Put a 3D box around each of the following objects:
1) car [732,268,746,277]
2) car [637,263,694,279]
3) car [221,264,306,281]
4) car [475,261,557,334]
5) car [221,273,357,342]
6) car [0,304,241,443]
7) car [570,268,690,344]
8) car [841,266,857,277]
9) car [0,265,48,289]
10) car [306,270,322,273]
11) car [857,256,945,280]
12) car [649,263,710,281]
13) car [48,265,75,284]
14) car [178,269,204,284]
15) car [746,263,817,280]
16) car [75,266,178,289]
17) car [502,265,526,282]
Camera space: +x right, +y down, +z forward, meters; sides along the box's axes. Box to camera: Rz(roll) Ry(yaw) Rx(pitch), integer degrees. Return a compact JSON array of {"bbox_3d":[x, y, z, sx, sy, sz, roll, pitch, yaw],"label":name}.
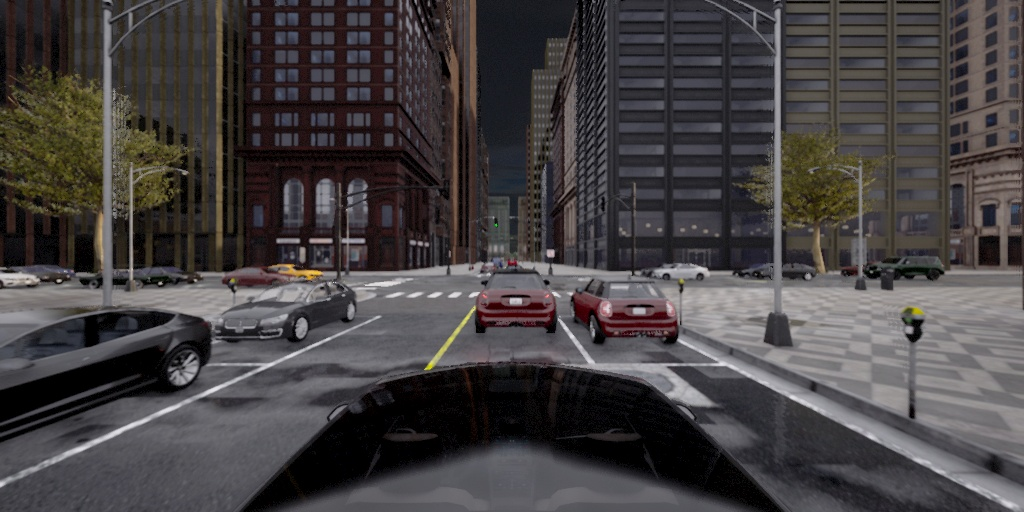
[{"bbox_3d":[24.340,1.390,34.580,5.357,1.411,2.033,0,0,0],"label":"car"},{"bbox_3d":[14.750,1.390,34.574,4.674,1.442,1.812,0,0,0],"label":"car"},{"bbox_3d":[-17.224,1.464,24.614,4.674,1.442,1.812,0,0,-2],"label":"car"},{"bbox_3d":[0.106,1.151,10.937,2.097,1.767,4.553,0,0,0],"label":"car"},{"bbox_3d":[-5.748,1.343,9.750,2.007,1.370,4.403,0,0,0],"label":"car"},{"bbox_3d":[-5.759,1.328,4.113,1.948,1.339,4.313,0,0,0],"label":"car"},{"bbox_3d":[2.777,1.233,9.735,1.967,1.591,4.097,0,0,0],"label":"car"},{"bbox_3d":[34.642,1.299,34.571,5.008,1.535,1.882,0,0,0],"label":"car"},{"bbox_3d":[-35.535,1.515,24.612,4.674,1.442,1.812,0,0,0],"label":"car"},{"bbox_3d":[-17.295,1.418,27.860,5.008,1.535,1.882,0,0,1],"label":"car"},{"bbox_3d":[34.162,1.042,31.324,5.566,2.045,2.150,0,0,0],"label":"car"},{"bbox_3d":[14.710,1.388,31.332,4.674,1.442,1.812,0,0,1],"label":"car"},{"bbox_3d":[-37.871,1.545,27.858,5.357,1.411,2.033,0,0,-1],"label":"car"},{"bbox_3d":[-27.237,1.515,27.862,5.357,1.411,2.033,0,0,0],"label":"car"},{"bbox_3d":[23.734,1.348,31.325,4.892,1.490,1.837,0,0,0],"label":"car"},{"bbox_3d":[-26.325,1.565,24.611,4.718,1.301,1.895,0,0,0],"label":"car"},{"bbox_3d":[0.199,1.481,31.457,1.994,1.385,4.181,0,0,0],"label":"car"}]
